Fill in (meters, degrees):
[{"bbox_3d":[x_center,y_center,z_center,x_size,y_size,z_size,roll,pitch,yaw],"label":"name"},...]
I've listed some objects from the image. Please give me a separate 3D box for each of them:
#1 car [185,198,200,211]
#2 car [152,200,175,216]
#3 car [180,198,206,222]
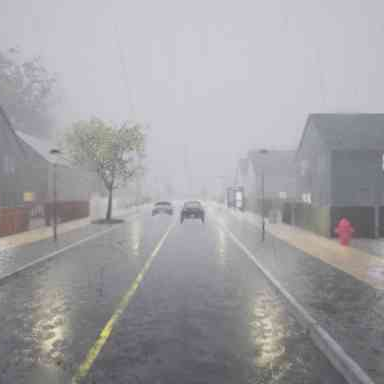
[{"bbox_3d":[0.090,1.561,44.189,1.882,1.535,5.008,0,0,0],"label":"car"},{"bbox_3d":[-2.793,1.573,32.938,1.812,1.442,4.674,0,0,0],"label":"car"},{"bbox_3d":[0.053,1.521,26.438,2.128,1.511,4.902,0,0,1],"label":"car"}]
